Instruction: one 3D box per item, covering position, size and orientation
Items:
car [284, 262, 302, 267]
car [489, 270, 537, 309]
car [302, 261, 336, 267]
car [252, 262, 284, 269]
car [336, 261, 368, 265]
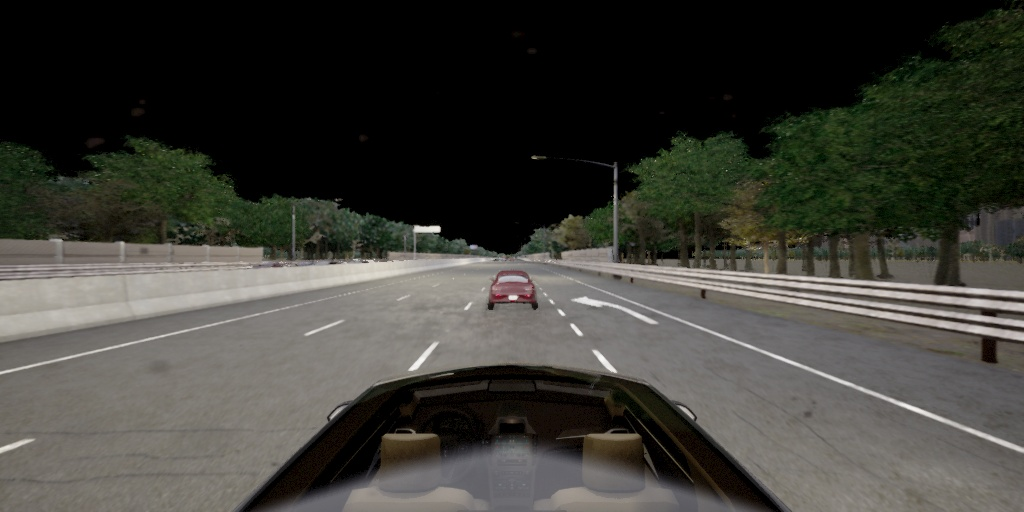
[{"bbox_3d":[-24.566,1.363,43.304,2.033,1.411,5.357,0,0,0],"label":"car"},{"bbox_3d":[0.028,1.309,14.933,1.812,1.442,4.674,0,0,0],"label":"car"},{"bbox_3d":[-21.076,1.288,40.648,1.882,1.535,5.008,0,0,0],"label":"car"},{"bbox_3d":[-28.066,1.377,41.628,1.994,1.385,4.181,0,0,0],"label":"car"},{"bbox_3d":[-17.578,1.314,40.686,1.837,1.490,4.892,0,0,0],"label":"car"}]
